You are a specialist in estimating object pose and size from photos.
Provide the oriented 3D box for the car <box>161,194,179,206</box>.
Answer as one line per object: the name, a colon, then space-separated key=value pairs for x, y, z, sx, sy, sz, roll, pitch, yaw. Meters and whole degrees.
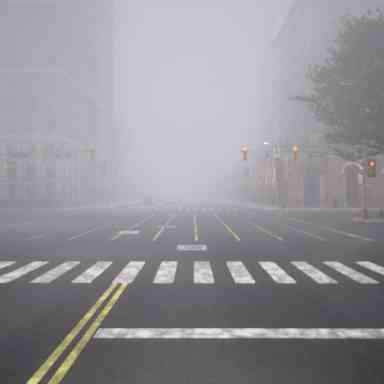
car: x=-3.619 y=1.451 z=55.458 sx=1.882 sy=1.535 sz=5.008 roll=0 pitch=0 yaw=0

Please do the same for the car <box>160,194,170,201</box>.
car: x=-6.820 y=1.294 z=83.986 sx=2.097 sy=1.767 sz=4.553 roll=0 pitch=0 yaw=1

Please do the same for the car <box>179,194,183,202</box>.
car: x=-3.465 y=1.563 z=69.175 sx=1.895 sy=1.301 sz=4.718 roll=0 pitch=0 yaw=1

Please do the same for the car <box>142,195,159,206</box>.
car: x=-7.120 y=1.477 z=55.220 sx=1.837 sy=1.490 sz=4.892 roll=0 pitch=0 yaw=0

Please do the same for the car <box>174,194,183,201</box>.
car: x=-3.322 y=1.303 z=83.823 sx=2.097 sy=1.767 sz=4.553 roll=0 pitch=0 yaw=1

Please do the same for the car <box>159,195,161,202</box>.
car: x=-6.966 y=1.445 z=69.100 sx=1.882 sy=1.535 sz=5.008 roll=0 pitch=0 yaw=1
